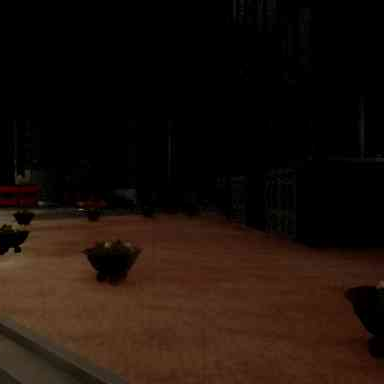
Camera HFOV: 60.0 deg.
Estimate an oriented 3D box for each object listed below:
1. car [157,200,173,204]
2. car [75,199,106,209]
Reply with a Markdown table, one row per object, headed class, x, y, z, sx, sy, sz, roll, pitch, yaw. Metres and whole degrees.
| class | x | y | z | sx | sy | sz | roll | pitch | yaw |
| --- | --- | --- | --- | --- | --- | --- | --- | --- | --- |
| car | -5.576 | 1.859 | 64.270 | 2.128 | 1.511 | 4.902 | 0 | -1 | 38 |
| car | -15.668 | 1.806 | 51.339 | 1.882 | 1.535 | 5.008 | 0 | -1 | 38 |
